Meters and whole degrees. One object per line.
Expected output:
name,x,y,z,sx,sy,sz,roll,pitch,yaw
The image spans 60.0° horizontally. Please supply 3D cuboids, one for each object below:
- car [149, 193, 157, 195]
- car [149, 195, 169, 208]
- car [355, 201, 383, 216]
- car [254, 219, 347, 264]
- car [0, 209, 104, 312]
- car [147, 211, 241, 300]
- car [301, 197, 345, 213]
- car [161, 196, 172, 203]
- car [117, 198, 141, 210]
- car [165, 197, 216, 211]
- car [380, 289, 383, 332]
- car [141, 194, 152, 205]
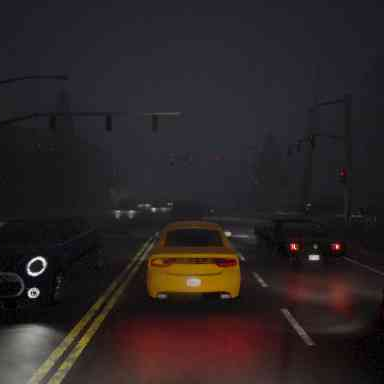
car,-8.864,1.221,75.246,2.150,2.045,5.566,0,0,-1
car,-4.770,1.525,48.812,1.812,1.442,4.674,0,0,-2
car,18.772,1.547,32.200,5.357,1.411,2.033,0,0,-2
car,3.502,1.601,11.801,1.895,1.301,4.718,0,0,-1
car,-3.640,1.352,7.941,2.097,1.767,4.553,0,0,-1
car,0.034,1.478,8.477,1.882,1.535,5.008,0,0,0
car,14.082,1.352,35.565,4.553,1.767,2.097,0,0,-2
car,-5.200,1.564,68.564,1.994,1.385,4.181,0,0,-1
car,-8.235,1.478,42.580,1.882,1.535,5.008,0,0,0
car,0.095,1.491,31.701,2.128,1.511,4.902,-1,0,-45
car,3.597,1.478,2.711,1.882,1.535,5.008,0,0,0
car,-8.535,1.563,60.021,1.994,1.385,4.181,0,0,-1
